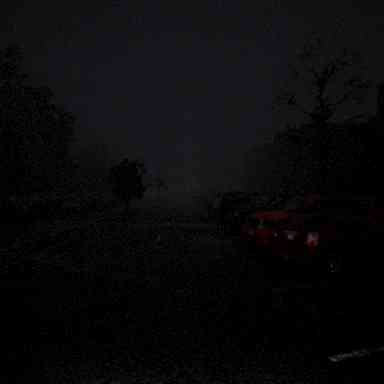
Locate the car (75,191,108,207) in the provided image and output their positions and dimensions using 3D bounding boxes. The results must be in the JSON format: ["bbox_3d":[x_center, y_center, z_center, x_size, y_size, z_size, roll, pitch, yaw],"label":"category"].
[{"bbox_3d":[-13.626,0.939,40.626,5.566,2.045,2.435,-1,1,-20],"label":"car"}]

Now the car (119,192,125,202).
[{"bbox_3d":[-13.759,1.099,52.515,5.008,1.535,2.097,-1,1,-21],"label":"car"}]

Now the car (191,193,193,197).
[{"bbox_3d":[3.042,0.866,82.230,4.674,1.452,2.002,0,0,-25],"label":"car"}]

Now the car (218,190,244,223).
[{"bbox_3d":[4.689,1.086,18.935,5.566,2.045,2.435,1,1,-20],"label":"car"}]

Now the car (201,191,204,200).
[{"bbox_3d":[4.458,1.075,52.054,4.892,1.521,2.231,1,0,-21],"label":"car"}]

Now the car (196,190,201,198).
[{"bbox_3d":[3.989,0.950,67.151,5.008,1.535,2.097,1,1,-23],"label":"car"}]

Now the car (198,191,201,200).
[{"bbox_3d":[4.225,0.999,61.118,5.008,1.535,2.097,1,0,-22],"label":"car"}]

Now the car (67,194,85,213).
[{"bbox_3d":[-13.369,1.253,31.781,5.366,1.575,1.946,-1,0,-20],"label":"car"}]

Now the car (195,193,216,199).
[{"bbox_3d":[3.273,0.891,79.215,4.674,1.452,2.002,1,1,-24],"label":"car"}]

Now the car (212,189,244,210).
[{"bbox_3d":[4.710,1.039,24.976,5.566,2.045,2.435,1,0,-20],"label":"car"}]

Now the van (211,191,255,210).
[{"bbox_3d":[4.520,0.968,36.939,4.442,1.987,1.878,1,1,-20],"label":"van"}]

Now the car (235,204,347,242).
[{"bbox_3d":[4.698,1.391,15.933,4.792,1.488,2.163,1,1,-20],"label":"car"}]

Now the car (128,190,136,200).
[{"bbox_3d":[-14.344,0.863,67.307,4.553,1.767,2.185,-1,0,-23],"label":"car"}]

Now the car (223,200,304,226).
[{"bbox_3d":[4.669,1.343,21.945,4.792,1.488,2.163,1,1,-20],"label":"car"}]

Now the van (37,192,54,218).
[{"bbox_3d":[-13.405,1.077,25.803,4.442,1.987,1.878,-1,0,-20],"label":"van"}]

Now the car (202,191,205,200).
[{"bbox_3d":[4.530,1.099,49.036,5.008,1.535,2.097,1,1,-21],"label":"car"}]

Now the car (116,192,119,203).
[{"bbox_3d":[-13.680,0.996,49.559,4.553,1.767,2.185,-1,1,-21],"label":"car"}]

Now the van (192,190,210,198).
[{"bbox_3d":[2.448,0.551,88.195,4.442,1.987,1.878,0,1,-25],"label":"van"}]

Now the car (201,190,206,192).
[{"bbox_3d":[4.383,0.923,55.072,4.553,1.767,2.185,1,0,-22],"label":"car"}]

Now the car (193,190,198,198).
[{"bbox_3d":[3.811,0.673,70.152,5.566,2.045,2.435,1,1,-23],"label":"car"}]

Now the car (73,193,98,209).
[{"bbox_3d":[-13.552,1.242,37.680,4.792,1.488,2.163,-1,0,-20],"label":"car"}]

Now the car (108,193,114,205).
[{"bbox_3d":[-13.453,1.161,43.683,5.366,1.575,1.946,-1,0,-20],"label":"car"}]

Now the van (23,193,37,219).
[{"bbox_3d":[-13.387,1.101,22.826,4.442,1.987,1.878,-1,0,-20],"label":"van"}]

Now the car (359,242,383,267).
[{"bbox_3d":[4.755,1.457,3.908,5.008,1.535,2.097,1,1,-20],"label":"car"}]

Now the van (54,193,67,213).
[{"bbox_3d":[-13.423,1.054,28.781,4.442,1.987,1.878,-1,0,-20],"label":"van"}]

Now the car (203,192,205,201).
[{"bbox_3d":[4.729,1.122,46.094,5.366,1.575,1.946,1,0,-21],"label":"car"}]

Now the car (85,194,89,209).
[{"bbox_3d":[-13.587,1.266,34.677,4.792,1.488,2.163,-1,1,-20],"label":"car"}]

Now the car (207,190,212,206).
[{"bbox_3d":[4.681,0.992,30.984,5.566,2.045,2.435,1,0,-20],"label":"car"}]

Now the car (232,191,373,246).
[{"bbox_3d":[4.714,1.134,12.921,5.566,2.045,2.435,1,1,-20],"label":"car"}]

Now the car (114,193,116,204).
[{"bbox_3d":[-13.654,1.146,46.582,4.892,1.521,2.231,-1,1,-21],"label":"car"}]

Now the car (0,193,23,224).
[{"bbox_3d":[-13.507,1.100,19.794,5.566,2.045,2.435,-1,1,-20],"label":"car"}]

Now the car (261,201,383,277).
[{"bbox_3d":[4.713,1.283,9.925,4.553,1.767,2.185,1,0,-20],"label":"car"}]

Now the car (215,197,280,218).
[{"bbox_3d":[4.671,1.266,27.967,5.008,1.535,2.097,1,1,-20],"label":"car"}]

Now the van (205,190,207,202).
[{"bbox_3d":[4.480,0.920,42.963,4.442,1.987,1.878,1,1,-21],"label":"van"}]

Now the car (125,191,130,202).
[{"bbox_3d":[-13.963,1.085,58.423,4.792,1.488,2.163,-1,1,-22],"label":"car"}]

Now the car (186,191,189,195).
[{"bbox_3d":[1.810,0.724,94.181,5.366,1.575,1.946,0,1,-26],"label":"car"}]
